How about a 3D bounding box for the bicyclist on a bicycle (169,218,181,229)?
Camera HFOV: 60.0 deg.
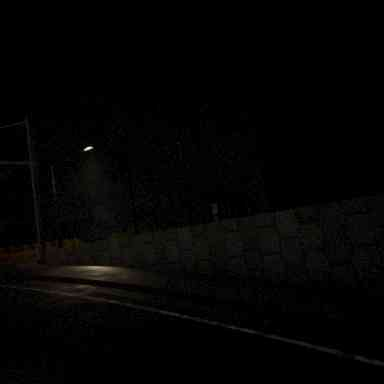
[{"bbox_3d":[-1.335,2.917,27.293,1.656,1.620,0.582,-14,-8,36],"label":"bicyclist on a bicycle"}]
